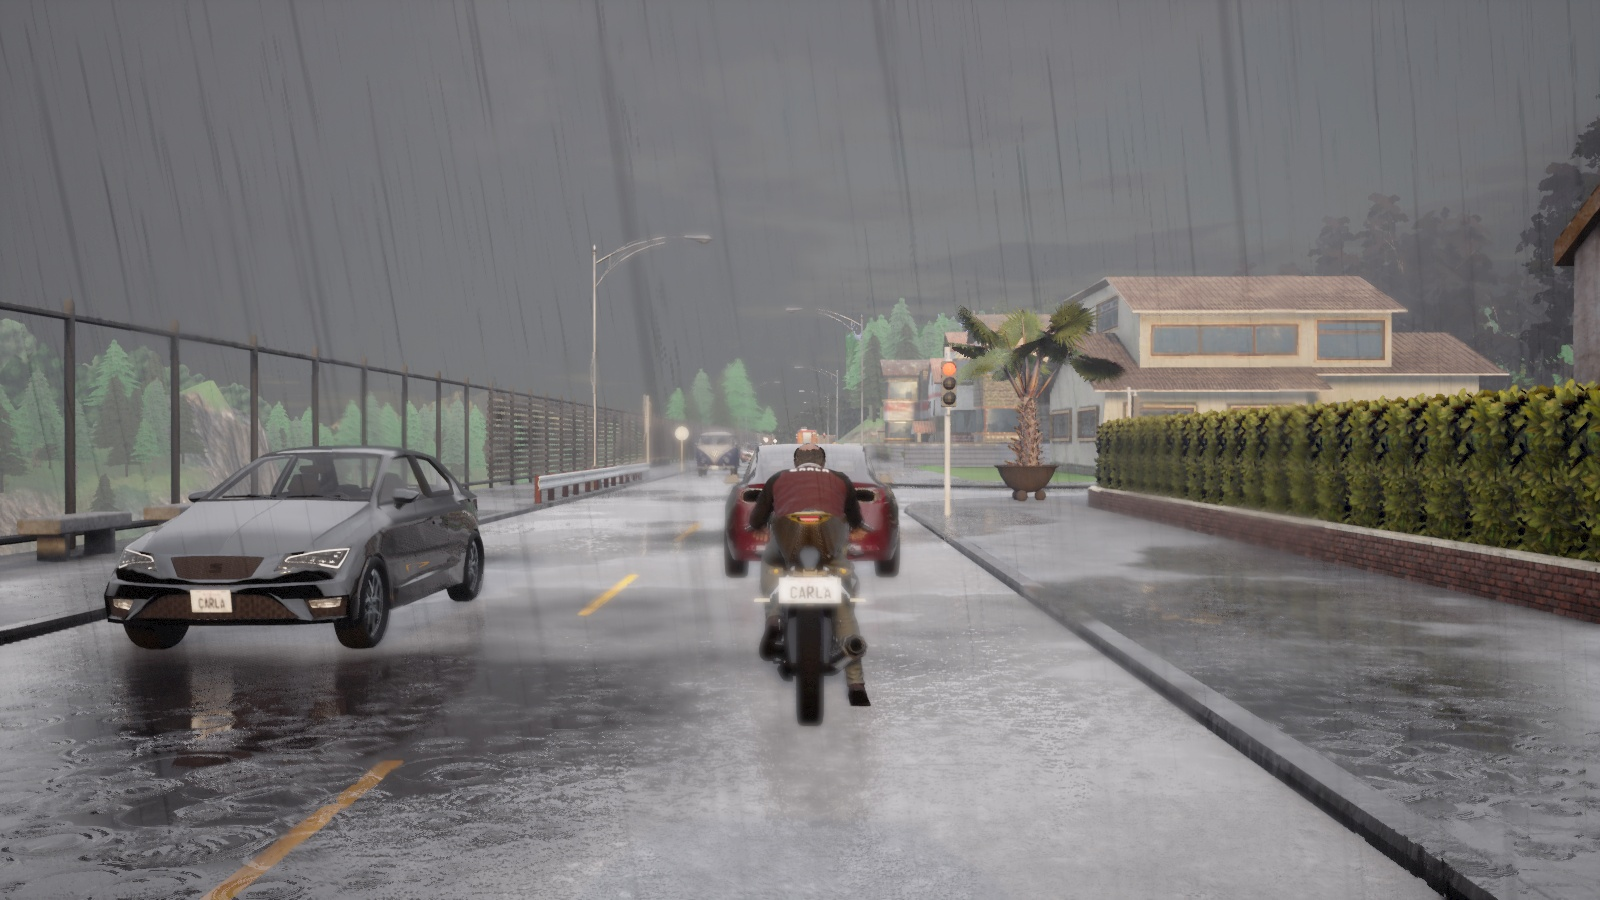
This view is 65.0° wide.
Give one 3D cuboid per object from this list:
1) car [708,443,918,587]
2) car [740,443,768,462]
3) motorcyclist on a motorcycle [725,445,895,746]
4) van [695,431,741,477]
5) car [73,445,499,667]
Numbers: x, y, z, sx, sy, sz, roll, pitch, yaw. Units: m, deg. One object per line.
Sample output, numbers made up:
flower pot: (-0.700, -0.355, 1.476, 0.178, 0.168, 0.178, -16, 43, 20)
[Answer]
car: (0.124, 0.660, 15.372, 2.163, 1.488, 4.792, 0, 0, 0)
car: (-3.460, 0.171, 95.293, 1.970, 1.475, 3.806, 0, 0, 0)
motorcyclist on a motorcycle: (0.056, 0.739, 7.498, 0.866, 1.530, 2.191, 0, 0, 0)
van: (-3.672, 0.176, 56.809, 1.775, 1.987, 4.442, 0, 0, 0)
car: (-3.927, 0.698, 10.470, 1.816, 1.474, 4.193, 0, 0, 0)
